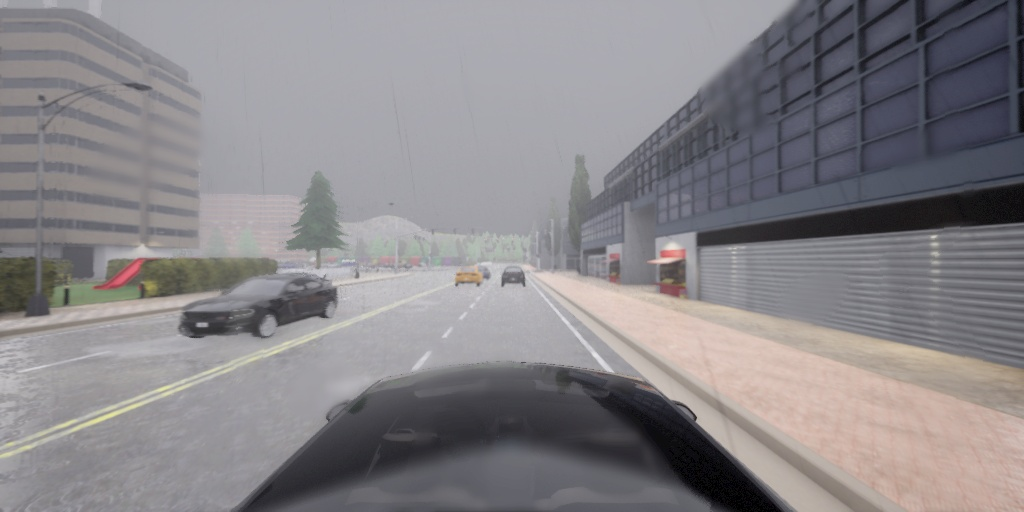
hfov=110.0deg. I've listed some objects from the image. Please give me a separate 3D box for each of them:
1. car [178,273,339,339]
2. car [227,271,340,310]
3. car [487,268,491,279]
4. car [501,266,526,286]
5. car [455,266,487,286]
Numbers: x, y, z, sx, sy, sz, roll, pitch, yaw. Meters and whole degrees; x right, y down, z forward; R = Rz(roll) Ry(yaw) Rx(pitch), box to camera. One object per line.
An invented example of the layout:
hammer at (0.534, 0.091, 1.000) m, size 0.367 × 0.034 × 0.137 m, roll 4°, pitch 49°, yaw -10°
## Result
car at (-7.089, 1.348, 10.711) m, size 1.882 × 1.535 × 5.008 m, roll 0°, pitch -1°, yaw 0°
car at (-10.575, 1.506, 17.243) m, size 2.033 × 1.411 × 5.357 m, roll 0°, pitch -1°, yaw 0°
car at (-3.391, 1.819, 39.397) m, size 1.994 × 1.385 × 4.181 m, roll 0°, pitch -1°, yaw 0°
car at (0.111, 1.595, 29.083) m, size 1.882 × 1.535 × 5.008 m, roll 0°, pitch -1°, yaw 0°
car at (-3.392, 1.595, 29.080) m, size 1.882 × 1.535 × 5.008 m, roll 0°, pitch -1°, yaw 0°
